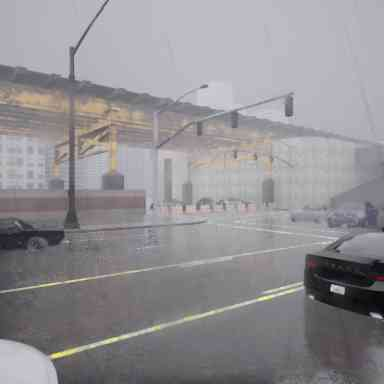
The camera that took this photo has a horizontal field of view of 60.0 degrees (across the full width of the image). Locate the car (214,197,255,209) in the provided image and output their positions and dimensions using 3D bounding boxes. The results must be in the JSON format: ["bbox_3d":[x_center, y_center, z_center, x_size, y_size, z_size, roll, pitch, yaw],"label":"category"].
[{"bbox_3d":[5.564,1.451,43.717,4.974,1.542,2.038,0,0,-7],"label":"car"}]

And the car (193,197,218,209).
[{"bbox_3d":[1.701,1.293,39.975,1.853,1.218,4.536,0,0,18],"label":"car"}]

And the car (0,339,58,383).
[{"bbox_3d":[-3.081,1.526,1.541,4.674,1.442,1.812,0,0,-36],"label":"car"}]

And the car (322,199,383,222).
[{"bbox_3d":[10.114,1.350,20.720,2.097,1.767,4.553,0,0,40],"label":"car"}]

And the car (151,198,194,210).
[{"bbox_3d":[-2.089,1.294,37.216,4.536,1.218,1.853,0,0,8],"label":"car"}]

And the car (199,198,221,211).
[{"bbox_3d":[1.685,1.451,39.925,2.038,1.542,4.974,0,0,18],"label":"car"}]

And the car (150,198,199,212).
[{"bbox_3d":[-2.038,1.451,37.209,4.974,1.542,2.038,0,0,8],"label":"car"}]

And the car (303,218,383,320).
[{"bbox_3d":[4.446,1.477,7.010,5.008,1.535,1.882,0,0,-36],"label":"car"}]

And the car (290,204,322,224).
[{"bbox_3d":[8.859,1.599,24.535,1.895,1.301,4.718,0,0,37],"label":"car"}]

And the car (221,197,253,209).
[{"bbox_3d":[5.513,1.293,43.710,4.536,1.218,1.853,0,0,-7],"label":"car"}]

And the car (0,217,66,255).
[{"bbox_3d":[-7.151,1.601,11.780,4.718,1.301,1.895,0,0,-36],"label":"car"}]
